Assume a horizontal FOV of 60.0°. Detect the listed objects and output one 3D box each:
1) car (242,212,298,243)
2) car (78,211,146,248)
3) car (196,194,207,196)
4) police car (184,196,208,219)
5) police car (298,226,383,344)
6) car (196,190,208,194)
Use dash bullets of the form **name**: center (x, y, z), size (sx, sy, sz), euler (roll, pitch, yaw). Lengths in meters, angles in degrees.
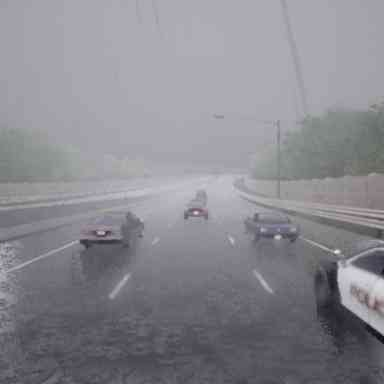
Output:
- **car**: center (3.610, 1.598, 16.067), size (1.895, 1.301, 4.718), euler (0, 0, 1)
- **car**: center (-3.301, 1.537, 14.674), size (2.033, 1.411, 5.357), euler (0, 0, 1)
- **car**: center (1.077, 1.353, 47.424), size (1.994, 1.385, 4.181), euler (0, 1, 2)
- **police car**: center (0.382, 1.444, 28.357), size (2.038, 1.542, 4.974), euler (0, 1, 1)
- **police car**: center (3.509, 1.515, 5.147), size (2.038, 1.542, 4.974), euler (0, 0, 0)
- **car**: center (1.979, 0.518, 67.797), size (2.150, 2.045, 5.566), euler (0, 2, 4)
